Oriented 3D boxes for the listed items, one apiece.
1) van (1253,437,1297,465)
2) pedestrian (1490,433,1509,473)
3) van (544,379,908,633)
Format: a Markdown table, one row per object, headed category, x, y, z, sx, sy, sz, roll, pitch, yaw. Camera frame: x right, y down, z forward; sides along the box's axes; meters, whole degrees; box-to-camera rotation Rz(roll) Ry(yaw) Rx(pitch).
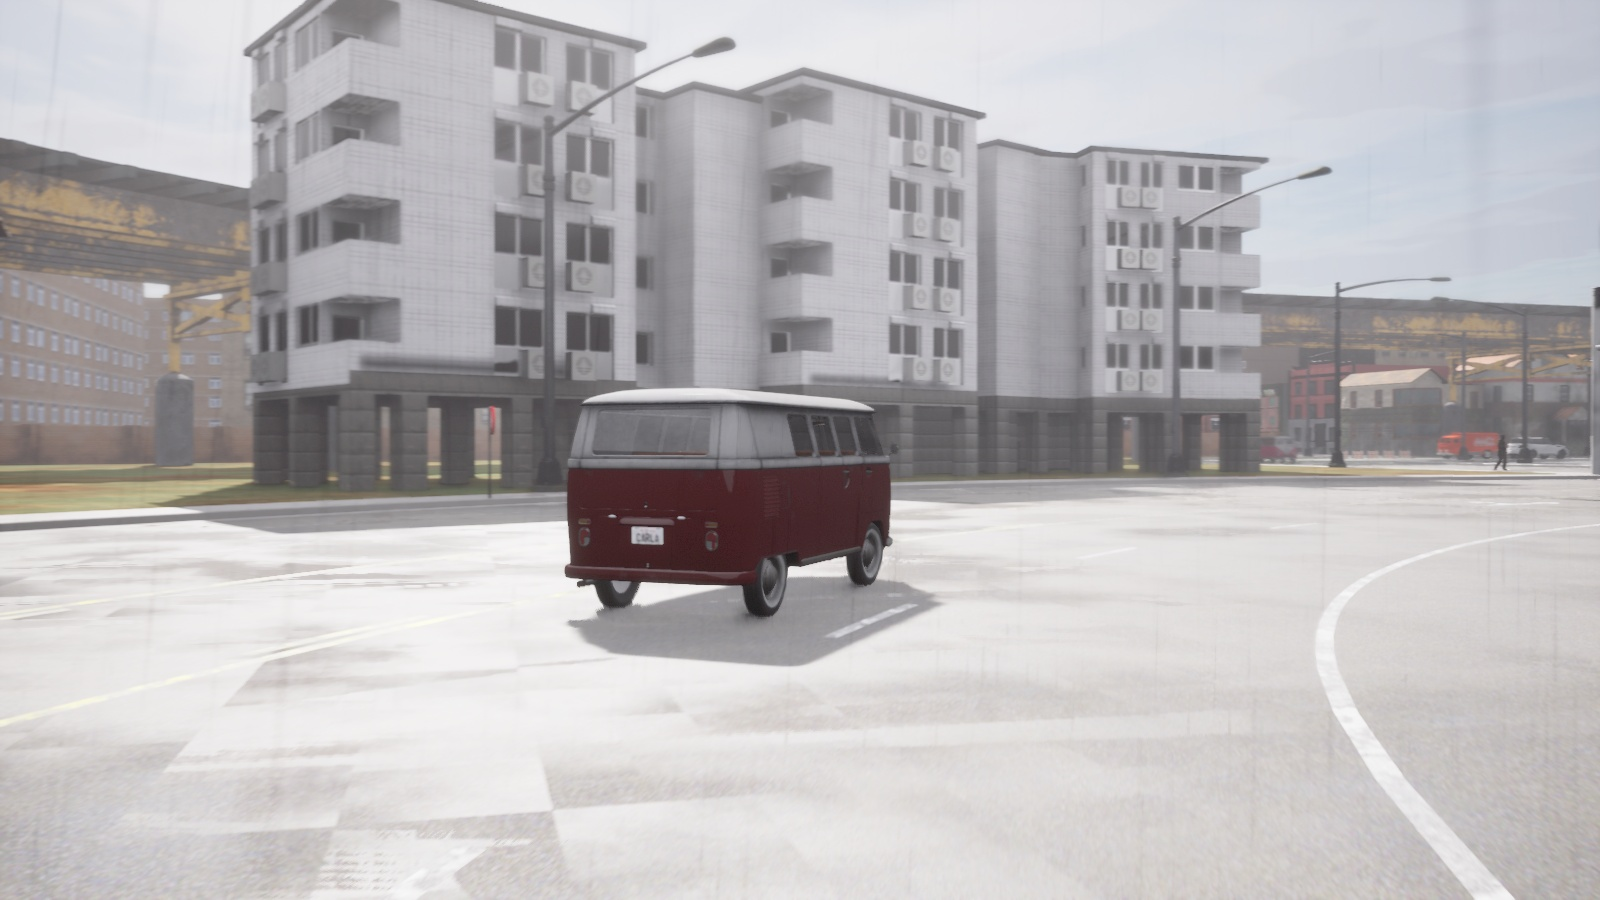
| category | x | y | z | sx | sy | sz | roll | pitch | yaw |
| --- | --- | --- | --- | --- | --- | --- | --- | --- | --- |
| van | 34.052 | 0.065 | 90.074 | 1.775 | 1.987 | 4.442 | 0 | 0 | 4 |
| pedestrian | 33.787 | 0.132 | 60.679 | 0.395 | 1.930 | 0.692 | 0 | 0 | -17 |
| van | -0.475 | 0.429 | 12.208 | 1.775 | 1.987 | 4.442 | 0 | 0 | 22 |
